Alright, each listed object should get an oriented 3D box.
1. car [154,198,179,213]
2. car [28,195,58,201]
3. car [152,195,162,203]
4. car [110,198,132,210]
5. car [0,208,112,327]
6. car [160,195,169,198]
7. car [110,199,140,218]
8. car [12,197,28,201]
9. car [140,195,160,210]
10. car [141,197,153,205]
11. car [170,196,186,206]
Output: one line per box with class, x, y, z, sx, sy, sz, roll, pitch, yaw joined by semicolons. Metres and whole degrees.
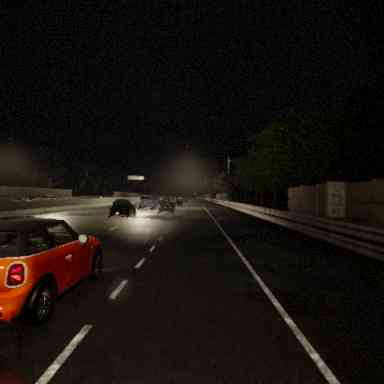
car;-3.084;1.858;41.219;2.033;1.411;5.357;1;-1;1
car;-20.521;1.136;46.721;1.882;1.535;5.008;1;-1;0
car;-9.705;1.949;93.391;2.150;2.045;5.566;1;-1;0
car;-10.025;1.705;47.324;1.882;1.535;5.008;1;-1;0
car;-3.459;1.346;7.203;2.097;1.767;4.553;1;-1;1
car;-6.387;1.986;66.267;2.128;1.511;4.902;1;-1;0
car;-6.665;1.661;32.287;1.837;1.490;4.892;1;-1;1
car;-24.029;1.469;46.707;1.812;1.442;4.674;1;-1;1
car;-6.503;1.540;49.330;2.150;2.045;5.566;1;-1;0
car;-9.841;1.977;73.319;1.882;1.535;5.008;1;-1;0
car;-2.874;2.079;68.218;2.128;1.511;4.902;1;-1;0
